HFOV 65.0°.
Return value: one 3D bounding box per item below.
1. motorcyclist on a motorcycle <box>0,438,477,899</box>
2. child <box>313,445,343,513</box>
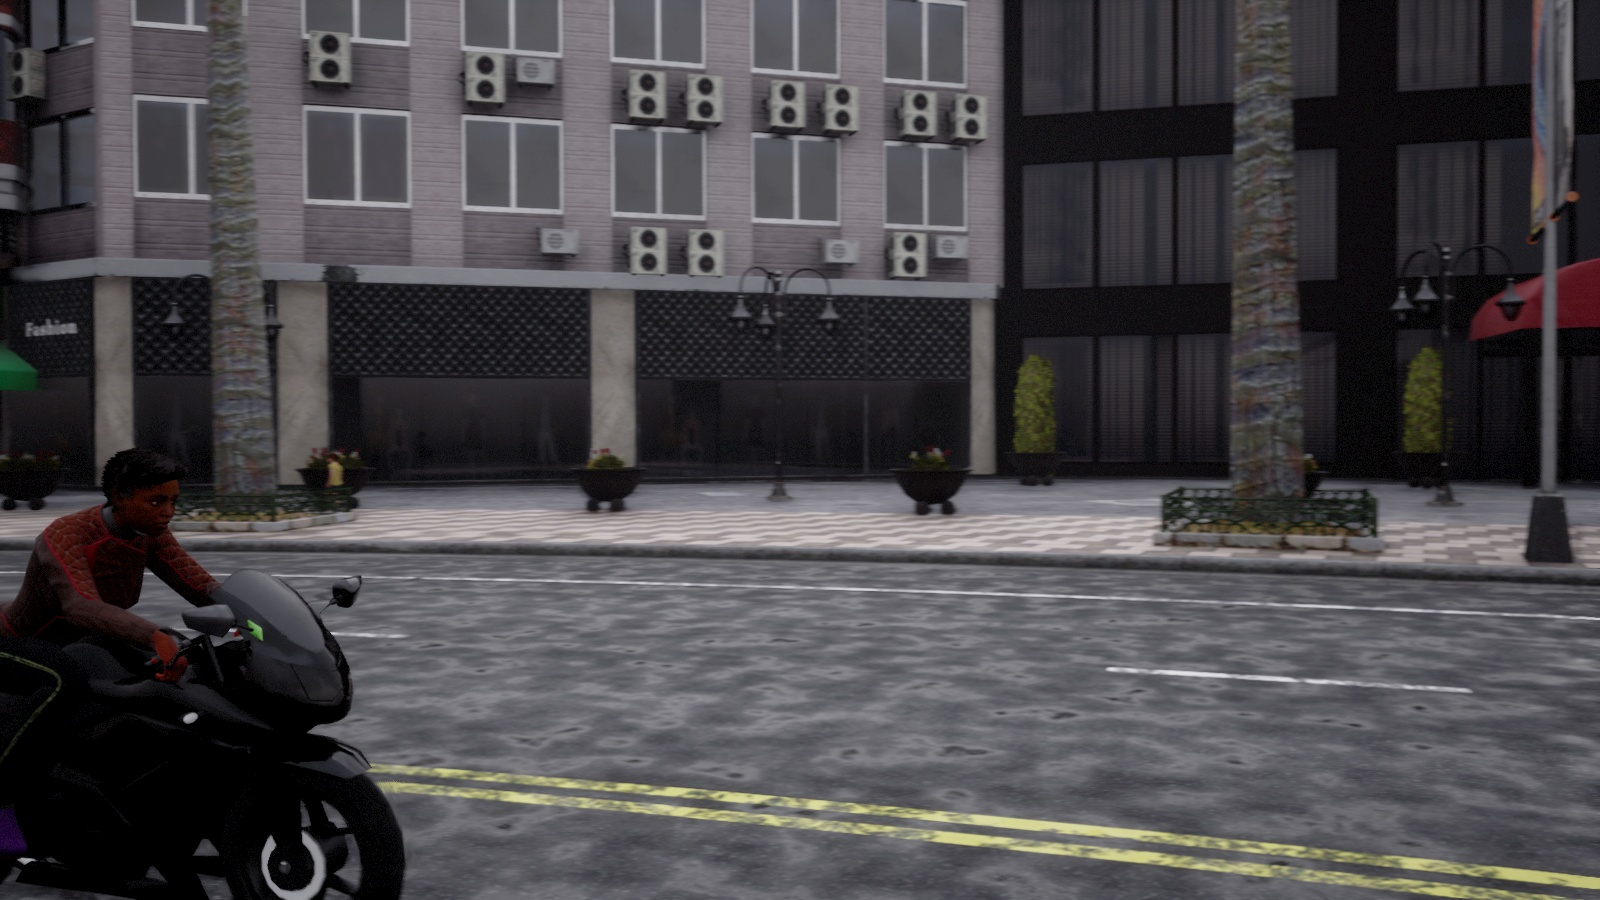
[{"bbox_3d":[-2.123,0.735,3.881,2.044,1.523,0.797,0,1,15],"label":"motorcyclist on a motorcycle"},{"bbox_3d":[-7.818,0.481,20.793,0.394,1.110,0.255,0,1,13],"label":"child"}]
